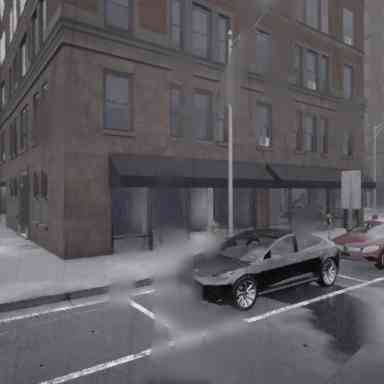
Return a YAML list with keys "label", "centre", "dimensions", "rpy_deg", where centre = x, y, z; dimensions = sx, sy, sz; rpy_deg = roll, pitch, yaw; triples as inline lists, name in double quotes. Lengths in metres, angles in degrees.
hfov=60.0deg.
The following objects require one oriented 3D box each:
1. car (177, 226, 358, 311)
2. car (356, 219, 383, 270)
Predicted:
- label: "car"
  centre: [1.702, 1.565, 7.748]
  dimensions: [4.313, 1.339, 1.947]
  rpy_deg: [0, 0, -35]
- label: "car"
  centre: [6.180, 1.580, 10.943]
  dimensions: [4.206, 1.307, 1.802]
  rpy_deg: [0, 0, -35]
